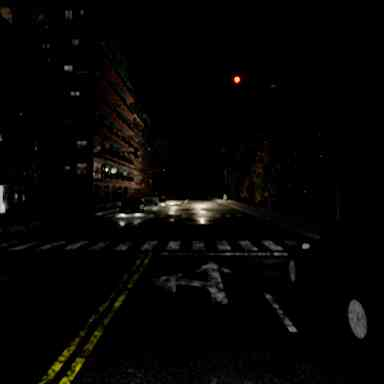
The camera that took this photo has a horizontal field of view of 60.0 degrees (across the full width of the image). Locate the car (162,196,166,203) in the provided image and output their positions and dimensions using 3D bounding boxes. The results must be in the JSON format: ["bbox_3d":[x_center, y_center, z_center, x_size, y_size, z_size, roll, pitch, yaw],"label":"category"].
[{"bbox_3d":[-6.334,1.493,67.759,2.128,1.511,4.902,0,0,1],"label":"car"}]

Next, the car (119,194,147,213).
[{"bbox_3d":[-6.501,1.337,36.214,2.097,1.767,4.553,0,0,0],"label":"car"}]

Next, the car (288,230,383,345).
[{"bbox_3d":[3.367,1.474,6.420,1.882,1.535,5.008,0,0,-1],"label":"car"}]

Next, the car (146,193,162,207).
[{"bbox_3d":[-6.445,1.206,52.108,2.150,2.045,5.566,0,0,0],"label":"car"}]
